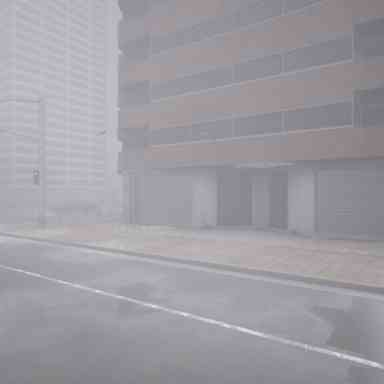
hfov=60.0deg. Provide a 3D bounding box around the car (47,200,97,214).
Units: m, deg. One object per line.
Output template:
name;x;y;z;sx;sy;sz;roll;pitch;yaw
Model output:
car;-12.967;1.547;36.498;2.033;1.411;5.357;0;0;35
